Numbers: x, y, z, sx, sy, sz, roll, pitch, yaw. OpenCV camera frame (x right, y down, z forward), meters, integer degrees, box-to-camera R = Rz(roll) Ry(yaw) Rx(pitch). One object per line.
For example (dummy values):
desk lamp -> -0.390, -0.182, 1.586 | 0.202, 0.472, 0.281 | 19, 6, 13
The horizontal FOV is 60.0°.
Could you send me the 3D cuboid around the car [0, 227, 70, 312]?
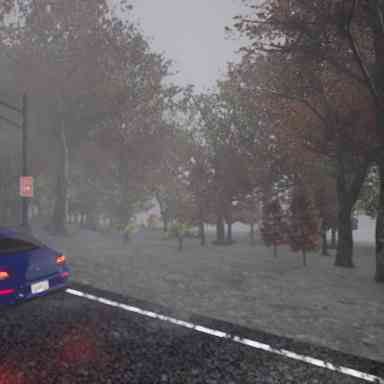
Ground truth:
car -> -4.455, 1.465, 6.824 | 4.674, 1.442, 1.812 | -1, 2, 34
